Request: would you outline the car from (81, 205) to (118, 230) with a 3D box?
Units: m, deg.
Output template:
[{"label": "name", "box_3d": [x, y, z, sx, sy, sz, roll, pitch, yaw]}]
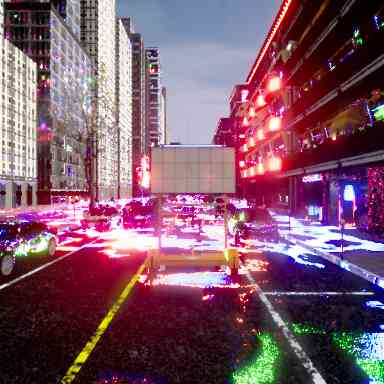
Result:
[{"label": "car", "box_3d": [-5.636, 1.531, 21.093, 1.752, 1.417, 4.829, 0, 0, 0]}]

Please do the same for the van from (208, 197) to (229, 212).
[{"label": "van", "box_3d": [2.773, 1.355, 32.306, 1.690, 1.788, 3.998, 0, 0, 0]}]

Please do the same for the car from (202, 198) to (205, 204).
[{"label": "car", "box_3d": [2.816, 1.579, 48.904, 2.008, 1.369, 4.403, 0, 0, 0]}]

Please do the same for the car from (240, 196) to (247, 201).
[{"label": "car", "box_3d": [13.631, 1.410, 79.348, 4.403, 1.369, 2.008, -1, 1, 0]}]

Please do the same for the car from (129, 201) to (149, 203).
[{"label": "car", "box_3d": [-5.607, 1.596, 32.329, 1.802, 1.307, 4.206, 0, 0, 0]}]

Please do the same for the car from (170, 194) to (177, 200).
[{"label": "car", "box_3d": [-5.453, 1.410, 92.380, 2.192, 1.841, 5.009, 0, 0, 0]}]

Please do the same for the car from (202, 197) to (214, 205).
[{"label": "car", "box_3d": [2.844, 1.591, 59.970, 2.008, 1.369, 4.403, 0, 0, 0]}]

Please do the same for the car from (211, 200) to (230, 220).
[{"label": "car", "box_3d": [2.759, 1.592, 26.774, 1.802, 1.307, 4.206, 0, 0, 0]}]

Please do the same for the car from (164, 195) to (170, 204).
[{"label": "car", "box_3d": [-5.536, 1.585, 59.992, 1.887, 1.381, 4.507, 0, 0, 0]}]

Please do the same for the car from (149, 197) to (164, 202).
[{"label": "car", "box_3d": [-5.565, 1.553, 48.756, 1.752, 1.417, 4.829, 0, 0, 0]}]

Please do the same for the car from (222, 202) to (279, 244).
[{"label": "car", "box_3d": [2.730, 1.443, 15.708, 1.967, 1.590, 4.097, 0, 0, 0]}]

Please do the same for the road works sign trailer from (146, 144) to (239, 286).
[{"label": "road works sign trailer", "box_3d": [0.024, 0.465, 9.385, 2.380, 3.560, 2.880, 0, 0, 0]}]

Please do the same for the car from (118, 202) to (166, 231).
[{"label": "car", "box_3d": [-2.947, 1.569, 20.423, 1.994, 1.385, 4.181, 0, 0, 0]}]

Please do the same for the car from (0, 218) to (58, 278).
[{"label": "car", "box_3d": [-5.664, 1.546, 10.197, 1.887, 1.381, 4.507, 0, 0, 0]}]

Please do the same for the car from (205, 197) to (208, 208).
[{"label": "car", "box_3d": [2.787, 1.458, 37.839, 1.967, 1.590, 4.097, 0, 0, 0]}]
